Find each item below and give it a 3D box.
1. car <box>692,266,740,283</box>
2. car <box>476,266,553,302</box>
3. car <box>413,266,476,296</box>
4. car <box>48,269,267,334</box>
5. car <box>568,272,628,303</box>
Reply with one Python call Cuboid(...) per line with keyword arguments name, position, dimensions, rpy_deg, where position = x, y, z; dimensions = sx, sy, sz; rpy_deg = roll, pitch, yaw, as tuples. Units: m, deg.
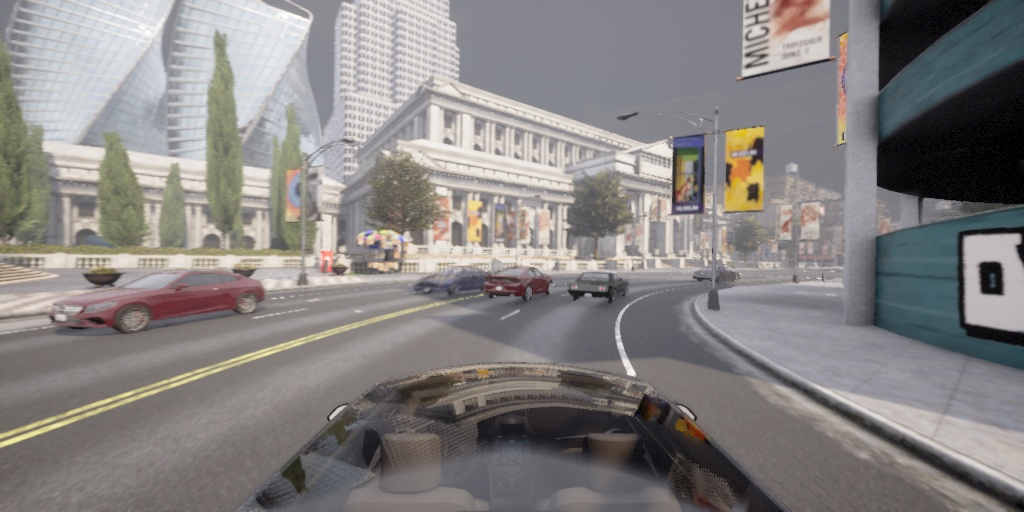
Cuboid(name="car", position=(17.763, 1.568, 31.131), dimensions=(5.357, 1.411, 2.033), rpy_deg=(1, 0, -36))
Cuboid(name="car", position=(0.495, 1.218, 17.290), dimensions=(1.882, 1.535, 5.008), rpy_deg=(1, 0, 25))
Cuboid(name="car", position=(-2.820, 1.230, 19.117), dimensions=(2.033, 1.411, 5.357), rpy_deg=(1, 0, 26))
Cuboid(name="car", position=(-9.438, 1.105, 10.176), dimensions=(1.812, 1.442, 4.674), rpy_deg=(1, 0, 13))
Cuboid(name="car", position=(4.312, 1.407, 17.295), dimensions=(1.895, 1.301, 4.718), rpy_deg=(1, 0, 28))
